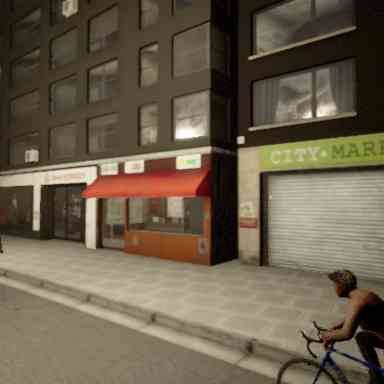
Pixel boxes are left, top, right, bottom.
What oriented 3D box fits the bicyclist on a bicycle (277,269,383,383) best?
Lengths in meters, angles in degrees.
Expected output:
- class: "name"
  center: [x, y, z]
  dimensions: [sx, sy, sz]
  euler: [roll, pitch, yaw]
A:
- class: "bicyclist on a bicycle"
  center: [1.551, 1.556, 3.039]
  dimensions: [1.656, 1.620, 0.582]
  euler: [-1, -2, 37]
